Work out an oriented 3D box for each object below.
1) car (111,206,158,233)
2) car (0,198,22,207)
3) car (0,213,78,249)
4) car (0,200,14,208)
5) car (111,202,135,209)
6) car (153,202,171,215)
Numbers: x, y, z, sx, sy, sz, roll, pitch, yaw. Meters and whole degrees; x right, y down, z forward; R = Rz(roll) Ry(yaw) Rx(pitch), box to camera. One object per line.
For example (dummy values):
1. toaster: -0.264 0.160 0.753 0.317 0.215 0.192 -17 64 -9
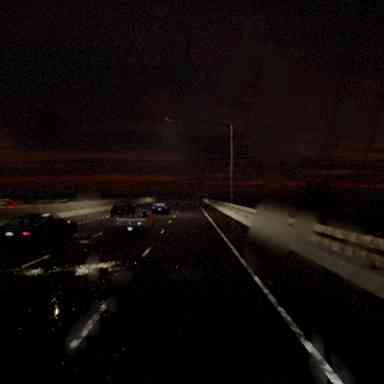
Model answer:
1. car: -3.460 1.774 20.707 1.895 1.301 4.718 0 0 0
2. car: -21.111 1.409 37.473 1.882 1.535 5.008 0 0 0
3. car: -6.945 1.677 15.198 2.033 1.411 5.357 0 0 0
4. car: -17.663 1.730 28.057 2.128 1.511 4.902 0 0 0
5. car: -7.001 1.763 34.356 1.882 1.535 5.008 0 0 0
6. car: -3.512 1.877 38.065 1.994 1.385 4.181 0 0 0
